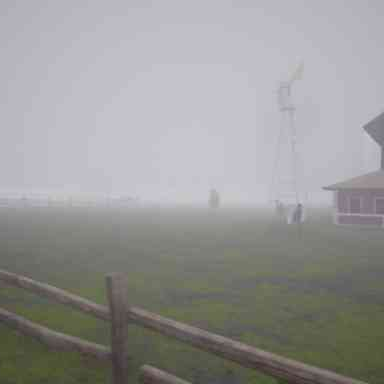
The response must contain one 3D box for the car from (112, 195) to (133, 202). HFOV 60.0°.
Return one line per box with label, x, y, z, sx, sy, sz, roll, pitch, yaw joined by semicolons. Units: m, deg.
car;-14.364;1.315;68.656;2.097;1.767;4.553;0;-1;35
